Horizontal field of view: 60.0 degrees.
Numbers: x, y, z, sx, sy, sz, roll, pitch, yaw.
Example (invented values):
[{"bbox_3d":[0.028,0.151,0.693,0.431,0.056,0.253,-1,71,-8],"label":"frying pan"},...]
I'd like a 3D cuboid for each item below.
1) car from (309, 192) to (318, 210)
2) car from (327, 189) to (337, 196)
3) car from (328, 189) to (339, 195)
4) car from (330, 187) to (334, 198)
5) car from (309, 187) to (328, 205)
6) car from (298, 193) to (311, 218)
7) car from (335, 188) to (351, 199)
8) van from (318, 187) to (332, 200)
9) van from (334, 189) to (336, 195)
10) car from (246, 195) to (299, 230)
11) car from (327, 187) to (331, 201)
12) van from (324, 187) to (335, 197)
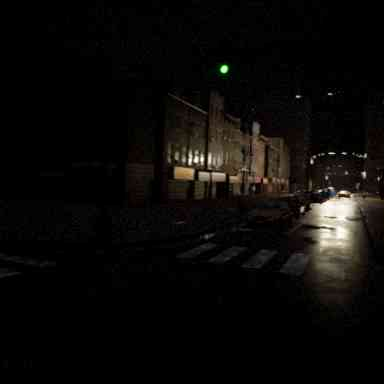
[{"bbox_3d":[9.061,0.889,27.593,1.802,1.307,4.206,3,2,26],"label":"car"},{"bbox_3d":[30.789,0.007,72.928,1.752,1.417,4.829,3,2,26],"label":"car"},{"bbox_3d":[33.282,-0.043,78.137,1.947,1.339,4.313,3,2,26],"label":"car"},{"bbox_3d":[18.759,0.245,47.801,2.192,1.841,5.009,3,2,26],"label":"car"},{"bbox_3d":[13.911,0.556,37.697,1.967,1.590,4.097,3,2,26],"label":"car"},{"bbox_3d":[6.641,0.950,22.538,1.887,1.381,4.507,3,2,26],"label":"car"},{"bbox_3d":[25.453,0.485,55.477,1.895,1.301,4.718,3,2,26],"label":"car"},{"bbox_3d":[21.180,0.178,52.856,1.690,1.788,3.998,3,2,26],"label":"van"},{"bbox_3d":[23.602,0.087,57.910,1.690,1.788,3.998,3,2,26],"label":"van"},{"bbox_3d":[4.146,1.034,17.331,1.752,1.417,4.829,3,2,26],"label":"car"},{"bbox_3d":[16.333,0.462,42.751,1.967,1.590,4.097,3,2,26],"label":"car"},{"bbox_3d":[26.024,-0.003,62.965,1.690,1.788,3.998,3,2,26],"label":"van"}]
